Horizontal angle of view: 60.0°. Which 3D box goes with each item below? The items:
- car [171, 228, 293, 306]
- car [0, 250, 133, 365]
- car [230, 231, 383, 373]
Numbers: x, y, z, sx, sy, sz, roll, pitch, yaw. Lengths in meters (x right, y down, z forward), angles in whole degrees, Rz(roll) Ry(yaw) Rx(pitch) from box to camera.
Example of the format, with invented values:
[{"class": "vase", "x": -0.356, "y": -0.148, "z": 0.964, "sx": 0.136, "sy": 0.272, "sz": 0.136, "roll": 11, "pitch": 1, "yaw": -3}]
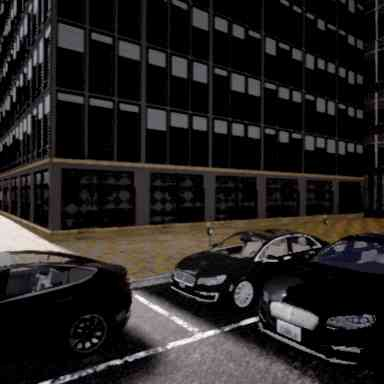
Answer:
[{"class": "car", "x": 1.597, "y": 1.567, "z": 7.697, "sx": 4.403, "sy": 1.369, "sz": 2.008, "roll": 0, "pitch": 0, "yaw": -36}, {"class": "car", "x": -2.911, "y": 1.566, "z": 4.478, "sx": 4.313, "sy": 1.339, "sz": 1.947, "roll": 0, "pitch": 0, "yaw": -36}, {"class": "car", "x": 3.233, "y": 1.508, "z": 5.666, "sx": 4.902, "sy": 1.511, "sz": 2.128, "roll": 0, "pitch": 0, "yaw": -35}]
